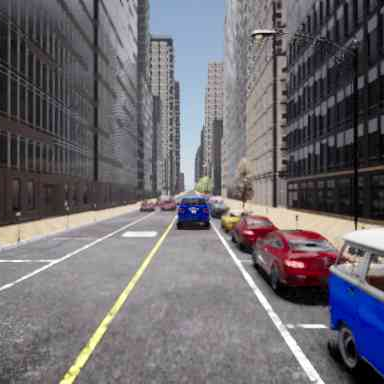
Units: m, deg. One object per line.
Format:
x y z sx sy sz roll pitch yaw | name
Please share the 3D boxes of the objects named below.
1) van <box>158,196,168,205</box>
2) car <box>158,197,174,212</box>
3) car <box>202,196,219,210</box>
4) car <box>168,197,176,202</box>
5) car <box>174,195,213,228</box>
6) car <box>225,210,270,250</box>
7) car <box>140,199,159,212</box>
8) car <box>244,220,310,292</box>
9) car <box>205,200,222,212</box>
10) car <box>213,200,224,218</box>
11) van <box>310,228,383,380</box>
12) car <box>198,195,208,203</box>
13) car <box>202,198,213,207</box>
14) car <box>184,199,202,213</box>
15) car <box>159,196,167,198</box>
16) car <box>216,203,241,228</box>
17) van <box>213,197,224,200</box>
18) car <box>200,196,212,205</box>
-5.662 1.678 65.777 1.690 1.788 3.998 0 0 0 | van
-3.069 1.765 43.453 1.812 1.442 4.674 0 0 0 | car
2.711 1.577 48.680 2.192 1.841 5.009 0 0 0 | car
-5.650 2.009 94.263 1.947 1.339 4.313 0 0 0 | car
0.113 1.359 23.719 2.150 2.045 5.566 0 0 0 | car
2.696 1.667 14.494 1.802 1.307 4.206 0 0 0 | car
-5.672 1.819 42.987 1.802 1.307 4.206 0 0 0 | car
2.693 1.635 8.798 1.802 1.307 4.206 0 0 0 | car
2.709 1.782 42.982 1.887 1.381 4.507 0 0 0 | car
2.703 1.732 31.587 2.008 1.369 4.403 0 0 0 | car
2.691 1.361 3.101 1.690 1.788 3.998 0 0 0 | van
2.726 1.720 82.863 2.192 1.841 5.009 0 0 0 | car
2.716 1.838 60.242 1.752 1.417 4.829 0 0 0 | car
0.117 1.723 41.919 2.128 1.511 4.902 0 0 0 | car
-5.665 1.894 60.077 1.802 1.307 4.206 0 0 0 | car
2.698 1.644 20.362 1.752 1.417 4.829 0 0 0 | car
2.706 1.552 37.285 1.690 1.788 3.998 0 0 0 | van
2.718 1.652 65.772 2.192 1.841 5.009 0 0 0 | car
